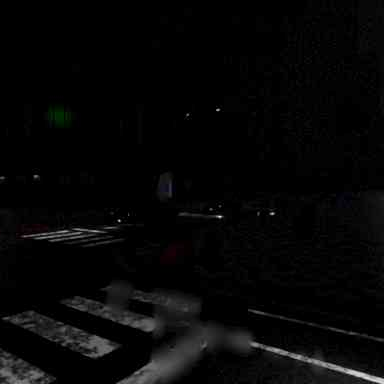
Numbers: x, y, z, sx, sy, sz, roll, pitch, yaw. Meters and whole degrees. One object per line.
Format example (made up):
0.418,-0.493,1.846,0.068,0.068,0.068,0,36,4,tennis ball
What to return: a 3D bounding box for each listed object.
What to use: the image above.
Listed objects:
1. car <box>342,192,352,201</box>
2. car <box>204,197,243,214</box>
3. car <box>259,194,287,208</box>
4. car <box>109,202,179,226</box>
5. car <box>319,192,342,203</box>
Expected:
25.433,0.654,55.675,1.882,1.535,5.008,0,1,36,car
2.951,1.143,29.733,1.812,1.442,4.674,0,1,36,car
9.545,0.944,38.933,1.882,1.535,5.008,0,1,36,car
-2.998,1.354,21.435,1.895,1.301,4.718,0,1,36,car
19.549,0.815,47.447,1.837,1.490,4.892,0,1,36,car
